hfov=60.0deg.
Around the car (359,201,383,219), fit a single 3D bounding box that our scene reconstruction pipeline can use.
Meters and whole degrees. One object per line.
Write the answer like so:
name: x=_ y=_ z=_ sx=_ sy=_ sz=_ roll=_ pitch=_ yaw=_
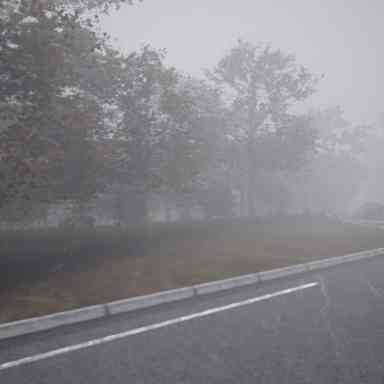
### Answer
car: x=15.553 y=1.537 z=28.664 sx=1.837 sy=1.490 sz=4.892 roll=-2 pitch=-1 yaw=22
